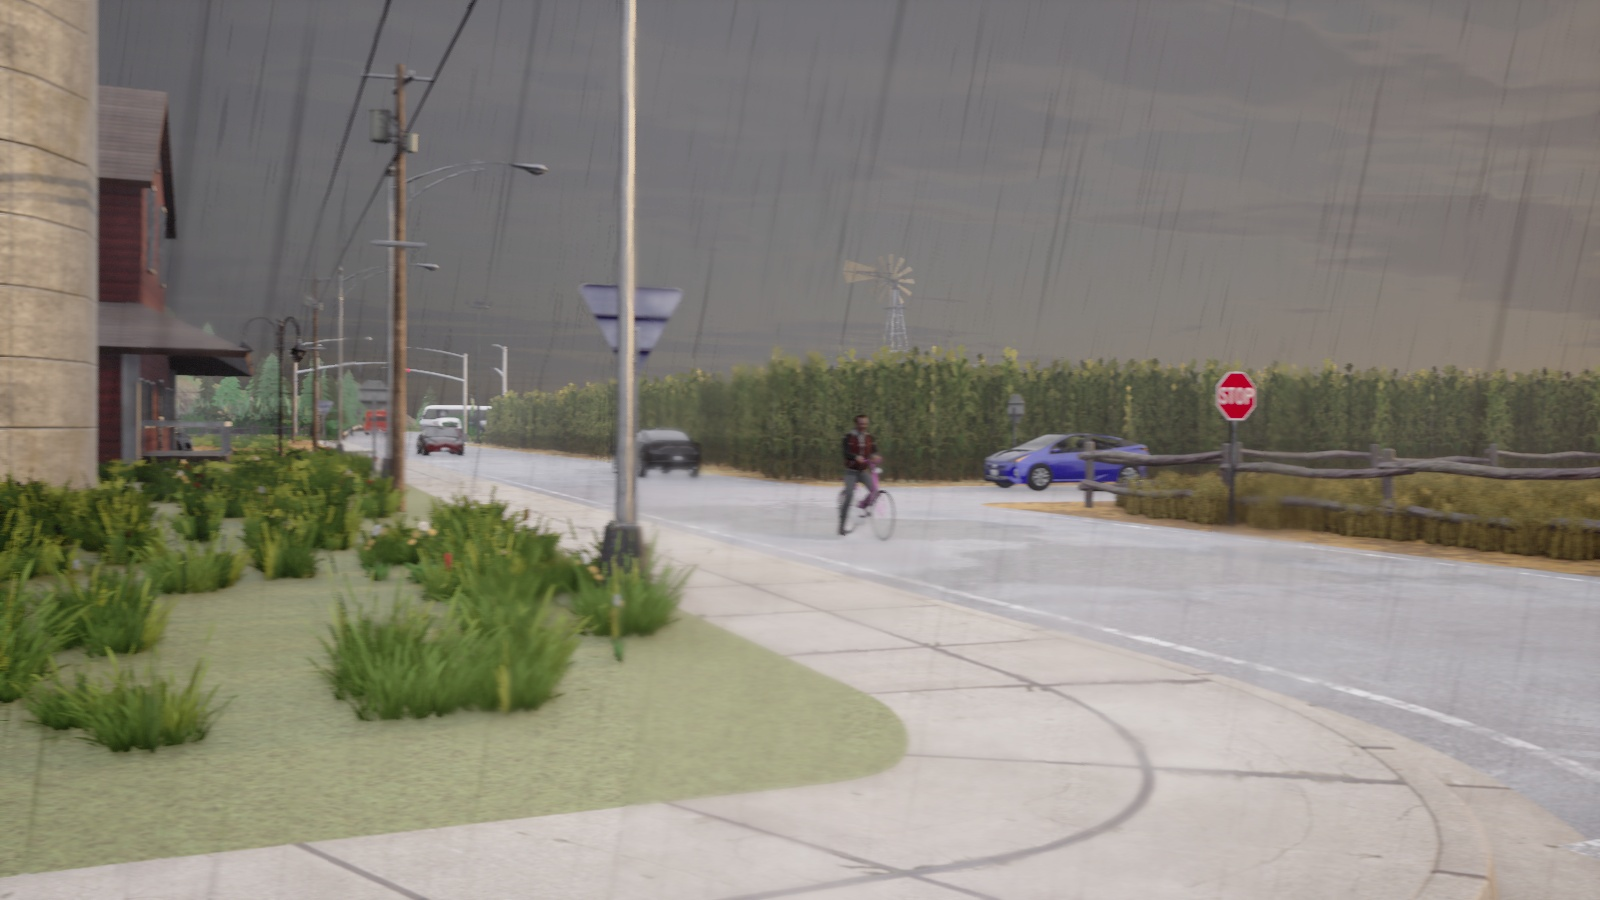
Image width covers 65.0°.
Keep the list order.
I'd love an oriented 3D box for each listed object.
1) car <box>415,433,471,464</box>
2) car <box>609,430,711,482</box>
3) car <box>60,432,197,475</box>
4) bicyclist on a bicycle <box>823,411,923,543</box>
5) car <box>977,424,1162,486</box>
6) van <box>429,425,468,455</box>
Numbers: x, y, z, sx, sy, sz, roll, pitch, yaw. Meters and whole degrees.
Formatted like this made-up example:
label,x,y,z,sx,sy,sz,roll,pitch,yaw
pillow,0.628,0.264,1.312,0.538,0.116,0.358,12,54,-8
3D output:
label,x,y,z,sx,sy,sz,roll,pitch,yaw
car,-18.184,-0.083,63.740,2.163,1.488,4.792,-1,1,-23
car,-4.558,0.147,40.236,1.882,1.535,5.008,-1,1,-23
car,-27.826,0.117,52.222,4.856,1.649,2.033,-1,1,-24
bicyclist on a bicycle,1.004,0.357,17.869,0.659,1.776,1.843,-1,1,-23
car,7.245,0.099,33.817,4.514,1.525,2.007,-1,1,-23
van,-24.930,-0.711,88.922,2.069,2.038,4.480,-1,1,-23
